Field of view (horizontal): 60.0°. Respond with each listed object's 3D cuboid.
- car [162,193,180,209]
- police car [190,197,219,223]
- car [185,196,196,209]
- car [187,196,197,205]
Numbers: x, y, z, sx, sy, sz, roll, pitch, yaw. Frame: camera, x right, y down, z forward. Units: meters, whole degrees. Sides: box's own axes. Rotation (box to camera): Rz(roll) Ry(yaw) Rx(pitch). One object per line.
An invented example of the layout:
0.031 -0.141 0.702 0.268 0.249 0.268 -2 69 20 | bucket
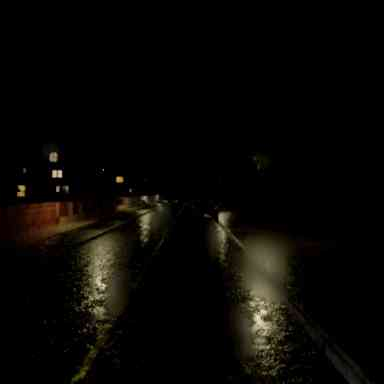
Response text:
-2.822 1.207 45.183 2.150 2.045 5.566 0 0 0 | car
0.968 1.418 25.476 1.930 1.638 5.238 0 0 0 | police car
0.026 1.530 45.026 2.033 1.411 5.357 0 0 0 | car
0.018 1.477 59.800 1.837 1.490 4.892 0 0 0 | car
